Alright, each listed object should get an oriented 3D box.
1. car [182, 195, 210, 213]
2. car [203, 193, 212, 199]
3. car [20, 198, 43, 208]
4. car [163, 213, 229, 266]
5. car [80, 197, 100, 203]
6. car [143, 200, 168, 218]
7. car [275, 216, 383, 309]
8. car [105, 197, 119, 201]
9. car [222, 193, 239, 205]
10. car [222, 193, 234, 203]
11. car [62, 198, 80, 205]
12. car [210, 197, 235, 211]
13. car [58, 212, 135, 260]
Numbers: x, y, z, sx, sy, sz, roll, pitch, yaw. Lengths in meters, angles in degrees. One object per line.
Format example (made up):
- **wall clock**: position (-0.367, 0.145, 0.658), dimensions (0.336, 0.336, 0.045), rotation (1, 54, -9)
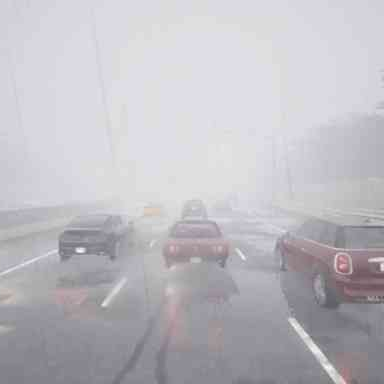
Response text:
- **car**: position (0.197, 1.376, 28.888), dimensions (2.097, 1.767, 4.553), rotation (0, 0, 0)
- **car**: position (4.180, 1.645, 80.005), dimensions (1.837, 1.490, 4.892), rotation (0, 0, 1)
- **car**: position (-23.609, 1.573, 49.226), dimensions (1.812, 1.442, 4.674), rotation (0, 0, -2)
- **car**: position (0.119, 1.610, 11.470), dimensions (1.895, 1.301, 4.718), rotation (0, 0, 0)
- **car**: position (-17.191, 1.591, 57.249), dimensions (1.812, 1.442, 4.674), rotation (0, 0, 1)
- **car**: position (-3.292, 1.503, 30.637), dimensions (1.882, 1.535, 5.008), rotation (0, 0, 0)
- **car**: position (3.509, 1.358, 8.037), dimensions (2.097, 1.767, 4.553), rotation (0, 0, 0)
- **car**: position (-13.694, 1.570, 57.211), dimensions (1.837, 1.490, 4.892), rotation (0, 0, 1)
- **car**: position (7.271, 1.296, 60.870), dimensions (2.150, 2.045, 5.566), rotation (0, 0, 2)
- **car**: position (7.526, 1.210, 70.150), dimensions (2.150, 2.045, 5.566), rotation (0, 0, 1)
- **car**: position (-20.684, 1.666, 57.273), dimensions (1.895, 1.301, 4.718), rotation (0, 0, 1)
- **car**: position (3.686, 1.602, 40.873), dimensions (1.994, 1.385, 4.181), rotation (0, 0, 0)
- **car**: position (-3.377, 1.515, 12.503), dimensions (1.837, 1.490, 4.892), rotation (0, 0, 0)
